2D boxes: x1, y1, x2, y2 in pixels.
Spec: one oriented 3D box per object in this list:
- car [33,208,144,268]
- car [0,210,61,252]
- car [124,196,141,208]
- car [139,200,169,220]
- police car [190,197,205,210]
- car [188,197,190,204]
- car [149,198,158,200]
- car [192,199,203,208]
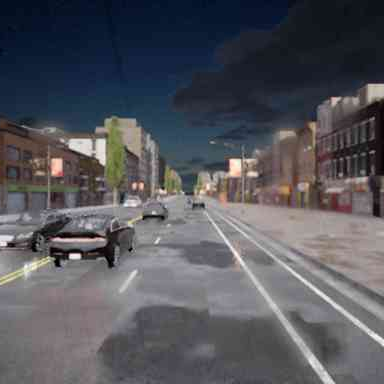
[{"bbox_3d":[-3.152,1.534,11.404,2.128,1.511,4.902,0,0,0],"label":"car"},{"bbox_3d":[-6.599,1.544,14.000,2.128,1.511,4.902,0,0,0],"label":"car"},{"bbox_3d":[-9.804,1.718,55.369,2.150,2.045,5.566,0,-1,1],"label":"car"},{"bbox_3d":[-3.152,1.691,29.246,1.994,1.385,4.181,0,0,0],"label":"car"},{"bbox_3d":[0.975,1.841,50.165,1.930,1.638,5.238,0,-1,0],"label":"police car"},{"bbox_3d":[0.000,2.237,84.840,2.097,1.767,4.553,0,-1,0],"label":"car"},{"bbox_3d":[-6.559,1.851,55.563,2.097,1.767,4.553,0,-1,0],"label":"car"},{"bbox_3d":[0.975,2.076,60.053,1.837,1.490,4.892,0,-1,0],"label":"car"}]
